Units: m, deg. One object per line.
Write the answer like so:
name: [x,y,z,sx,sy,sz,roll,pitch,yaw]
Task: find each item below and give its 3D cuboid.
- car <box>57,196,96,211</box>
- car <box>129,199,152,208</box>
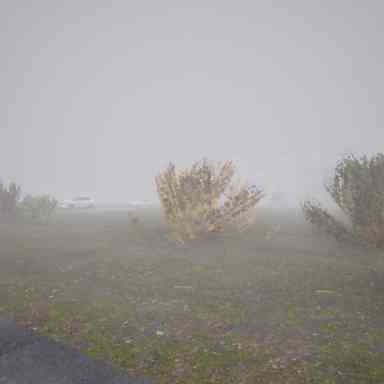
car: [-16.688,1.605,48.468,2.150,2.045,5.566,-1,-1,36]
car: [-9.126,2.053,58.900,1.812,1.442,4.674,-1,-1,36]
